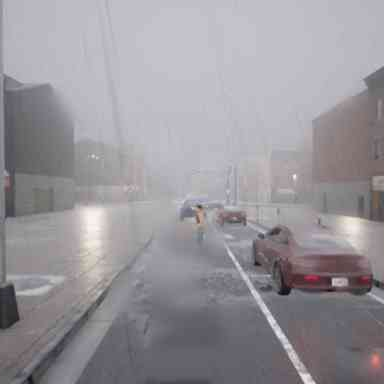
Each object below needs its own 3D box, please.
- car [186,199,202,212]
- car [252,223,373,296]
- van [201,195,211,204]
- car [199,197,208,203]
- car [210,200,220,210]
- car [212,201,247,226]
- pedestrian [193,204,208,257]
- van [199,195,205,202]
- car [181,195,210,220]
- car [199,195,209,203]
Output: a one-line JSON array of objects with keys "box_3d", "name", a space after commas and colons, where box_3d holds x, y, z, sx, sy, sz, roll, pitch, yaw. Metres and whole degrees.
[{"box_3d": [0.211, 1.563, 39.604, 1.812, 1.442, 4.674, 0, 0, 1], "name": "car"}, {"box_3d": [2.768, 1.518, 8.519, 1.812, 1.442, 4.674, 0, 0, 0], "name": "car"}, {"box_3d": [2.757, 1.525, 66.827, 1.690, 1.788, 3.998, -1, 0, 0], "name": "van"}, {"box_3d": [2.792, 1.863, 82.696, 2.008, 1.369, 4.403, -1, -1, 0], "name": "car"}, {"box_3d": [2.708, 1.589, 39.868, 2.008, 1.369, 4.403, -1, 0, 0], "name": "car"}, {"box_3d": [2.675, 1.541, 22.992, 1.887, 1.381, 4.507, -1, 0, 0], "name": "car"}, {"box_3d": [0.305, 1.285, 11.353, 0.375, 1.860, 0.375, -1, 1, 0], "name": "pedestrian"}, {"box_3d": [2.809, 1.758, 93.279, 1.690, 1.788, 3.998, -1, -1, 0], "name": "van"}, {"box_3d": [0.158, 1.357, 27.885, 2.097, 1.767, 4.553, 0, 0, 0], "name": "car"}, {"box_3d": [2.777, 1.580, 77.410, 2.192, 1.841, 5.009, -1, -1, 0], "name": "car"}]
